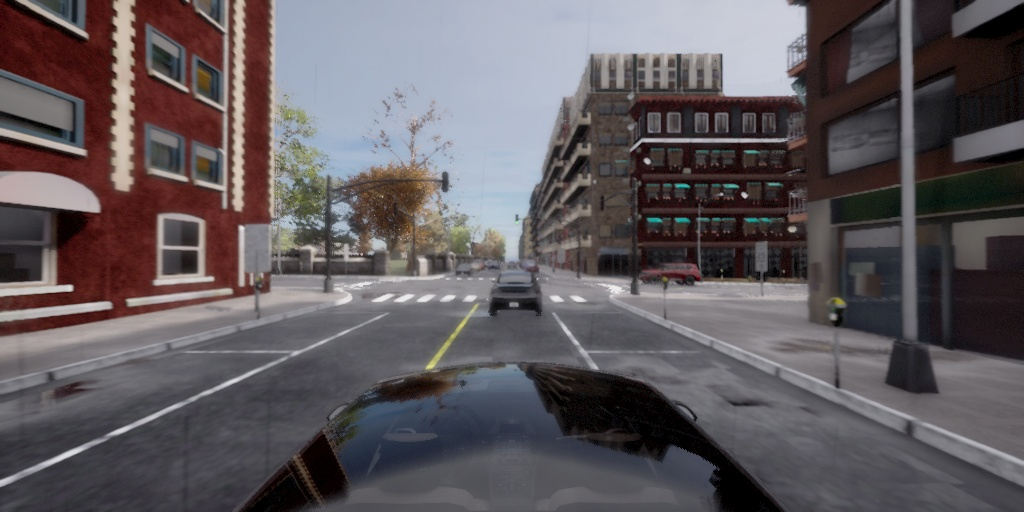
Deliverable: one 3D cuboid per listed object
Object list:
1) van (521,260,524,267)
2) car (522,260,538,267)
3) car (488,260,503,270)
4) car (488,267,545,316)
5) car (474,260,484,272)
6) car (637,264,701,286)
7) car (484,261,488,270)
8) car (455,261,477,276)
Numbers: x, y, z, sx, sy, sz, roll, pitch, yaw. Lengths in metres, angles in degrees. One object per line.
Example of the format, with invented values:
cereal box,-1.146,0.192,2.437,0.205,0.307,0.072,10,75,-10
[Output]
van,2.710,1.499,54.362,1.690,1.789,3.998,0,0,0
car,2.707,1.657,48.731,1.888,1.381,4.507,0,0,0
car,-3.027,1.571,61.293,2.097,1.767,4.553,0,-1,1
car,0.248,1.344,13.941,1.837,1.490,4.892,0,0,4
car,-5.671,1.685,54.195,1.751,1.417,4.829,0,0,0
car,13.460,1.564,30.755,5.009,1.841,2.192,0,0,-1
car,-5.669,1.522,59.995,2.192,1.841,5.009,0,0,0
car,-5.675,1.632,43.104,1.948,1.339,4.313,0,0,0
